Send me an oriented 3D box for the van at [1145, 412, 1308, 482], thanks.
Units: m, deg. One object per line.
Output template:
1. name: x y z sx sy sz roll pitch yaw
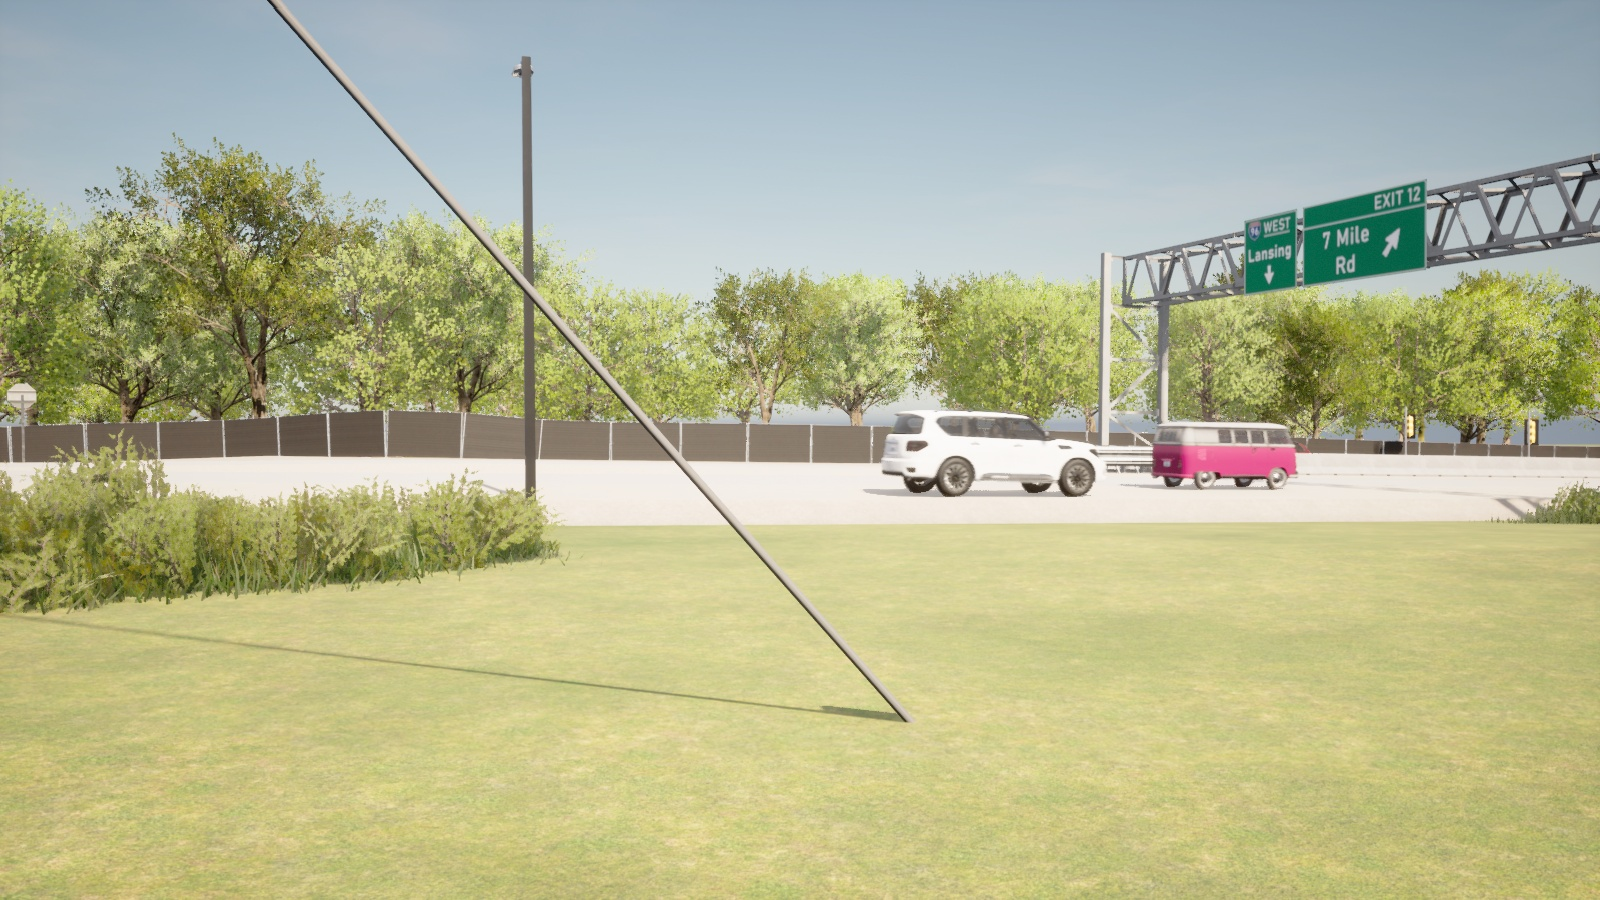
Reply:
1. van: 12.660 -0.106 37.315 4.442 1.987 1.775 0 1 -20

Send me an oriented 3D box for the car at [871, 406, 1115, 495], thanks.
1. car: 4.716 -0.019 30.753 5.566 2.045 2.150 0 1 -20
